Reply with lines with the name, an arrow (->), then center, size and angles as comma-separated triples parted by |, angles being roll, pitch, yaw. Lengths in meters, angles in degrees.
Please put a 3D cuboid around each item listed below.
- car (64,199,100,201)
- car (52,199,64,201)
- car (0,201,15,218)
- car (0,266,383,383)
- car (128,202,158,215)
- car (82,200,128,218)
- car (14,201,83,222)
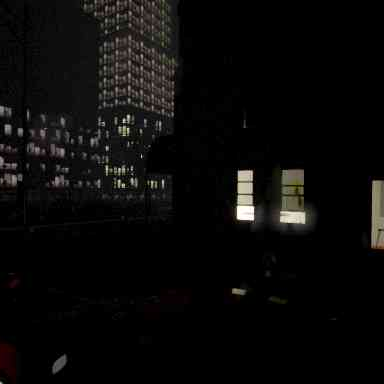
car -> -11.566, 1.578, 38.145 | 2.128, 1.511, 4.902 | 1, 1, 34
car -> -15.167, 1.474, 37.700 | 1.967, 1.590, 4.097 | 1, 0, 34
car -> -17.556, 1.543, 29.373 | 1.837, 1.490, 4.892 | 1, 0, 34
car -> -0.024, 1.544, 2.839 | 4.507, 1.381, 1.887 | 0, 1, 34
car -> -5.543, 1.773, 36.483 | 1.802, 1.307, 4.206 | 1, 0, 34
car -> -8.631, 1.731, 31.956 | 1.947, 1.339, 4.313 | 1, 0, 34
car -> -11.721, 1.690, 27.428 | 2.008, 1.369, 4.403 | 1, 0, 34
